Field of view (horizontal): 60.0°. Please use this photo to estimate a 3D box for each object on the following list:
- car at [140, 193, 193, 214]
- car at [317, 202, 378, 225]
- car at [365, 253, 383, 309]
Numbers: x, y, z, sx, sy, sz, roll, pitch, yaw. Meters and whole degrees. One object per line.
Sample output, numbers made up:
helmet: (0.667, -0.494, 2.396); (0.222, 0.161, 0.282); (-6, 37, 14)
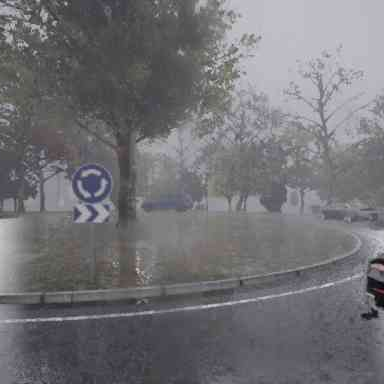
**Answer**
car: (-2.662, 1.133, 35.350); (5.566, 2.045, 2.150); (0, 0, 6)
car: (11.021, 1.490, 23.987); (2.128, 1.511, 4.902); (0, 0, -14)
car: (5.328, 1.491, 6.463); (4.902, 1.511, 2.128); (0, 0, -35)
